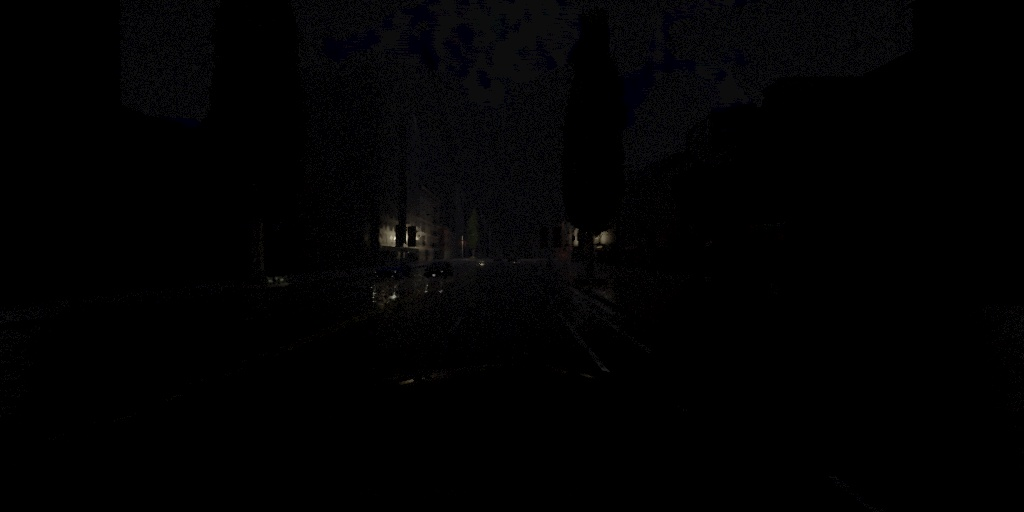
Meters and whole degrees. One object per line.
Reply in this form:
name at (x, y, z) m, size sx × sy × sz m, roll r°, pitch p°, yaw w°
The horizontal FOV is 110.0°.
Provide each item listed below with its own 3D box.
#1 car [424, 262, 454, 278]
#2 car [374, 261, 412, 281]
car at (-6.525, 1.221, 32.675) m, size 2.033 × 1.411 × 5.357 m, roll 0°, pitch 0°, yaw 1°
car at (-9.799, 1.163, 29.944) m, size 1.882 × 1.535 × 5.008 m, roll 0°, pitch 0°, yaw 0°
